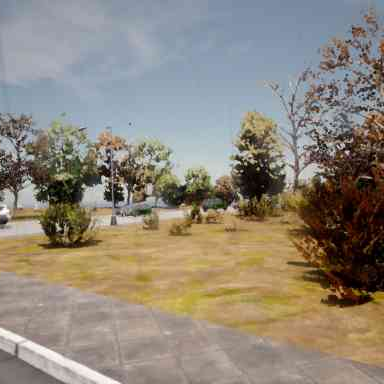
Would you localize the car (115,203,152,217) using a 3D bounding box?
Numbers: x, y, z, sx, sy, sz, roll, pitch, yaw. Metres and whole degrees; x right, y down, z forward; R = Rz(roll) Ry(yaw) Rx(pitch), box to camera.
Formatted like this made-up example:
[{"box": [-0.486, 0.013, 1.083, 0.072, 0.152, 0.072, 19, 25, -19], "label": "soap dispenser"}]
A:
[{"box": [-7.186, 2.291, 42.958, 2.097, 1.767, 4.553, -3, -2, 32], "label": "car"}]

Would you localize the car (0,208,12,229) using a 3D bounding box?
[{"box": [-17.505, 2.369, 26.819, 2.128, 1.511, 4.902, -3, -2, 34], "label": "car"}]

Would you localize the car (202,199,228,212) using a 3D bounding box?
[{"box": [3.705, 2.095, 53.483, 2.150, 2.045, 5.566, -3, -2, 32], "label": "car"}]

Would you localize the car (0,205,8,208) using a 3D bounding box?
[{"box": [-19.446, 2.255, 30.191, 2.150, 2.045, 5.566, -3, -1, 33], "label": "car"}]

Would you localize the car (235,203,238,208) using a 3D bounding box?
[{"box": [9.349, 2.570, 62.392, 1.895, 1.301, 4.718, -3, -2, 33], "label": "car"}]
